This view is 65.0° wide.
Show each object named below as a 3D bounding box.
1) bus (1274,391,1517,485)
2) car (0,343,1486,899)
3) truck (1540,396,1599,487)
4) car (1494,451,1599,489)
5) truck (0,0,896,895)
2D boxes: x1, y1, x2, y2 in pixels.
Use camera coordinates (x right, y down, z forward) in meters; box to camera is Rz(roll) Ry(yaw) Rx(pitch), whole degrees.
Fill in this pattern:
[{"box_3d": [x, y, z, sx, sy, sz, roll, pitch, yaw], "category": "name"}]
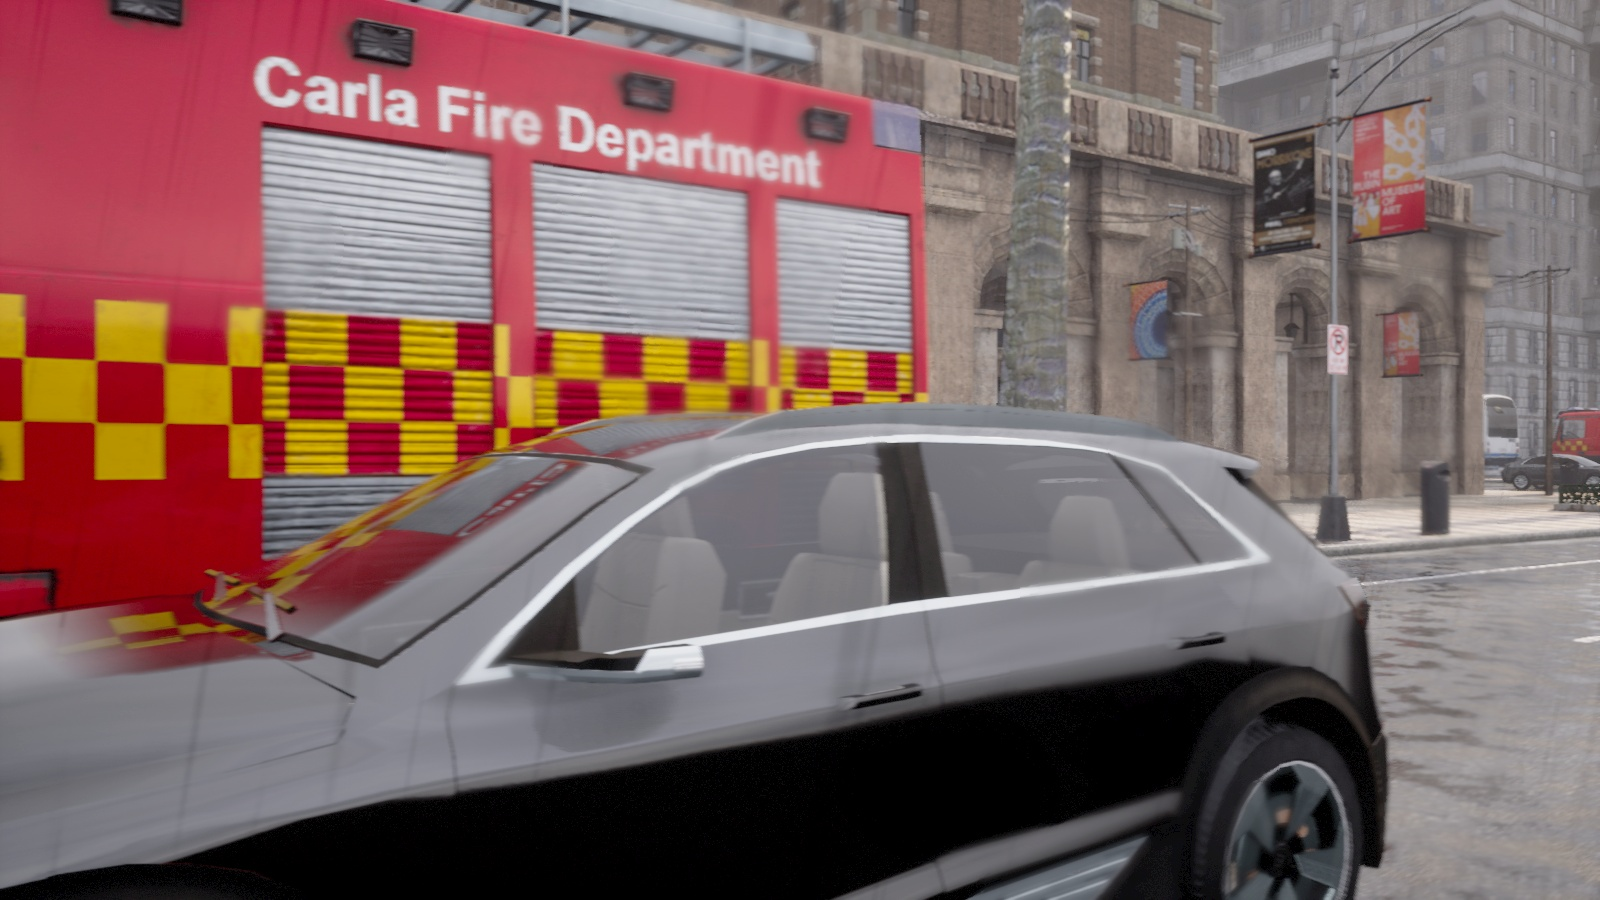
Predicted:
[{"box_3d": [29.301, -0.541, 62.388, 3.944, 4.253, 10.273, 0, 0, -35], "category": "bus"}, {"box_3d": [-0.458, 0.684, 3.336, 4.856, 1.649, 2.033, 0, 0, -35], "category": "car"}, {"box_3d": [36.047, -0.368, 52.432, 2.891, 3.827, 8.468, 0, 0, -34], "category": "truck"}, {"box_3d": [31.899, 0.810, 52.333, 1.837, 1.490, 4.892, 0, 0, -34], "category": "car"}, {"box_3d": [-3.812, -0.399, 5.274, 8.468, 3.827, 2.891, 0, 0, -35], "category": "truck"}]
